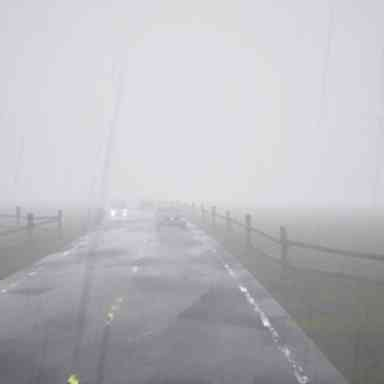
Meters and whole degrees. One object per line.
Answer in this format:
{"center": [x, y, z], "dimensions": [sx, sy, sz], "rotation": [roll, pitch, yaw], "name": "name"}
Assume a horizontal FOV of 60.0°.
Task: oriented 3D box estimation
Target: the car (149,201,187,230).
{"center": [-1.472, 1.559, 21.162], "dimensions": [2.033, 1.411, 5.357], "rotation": [0, 0, -8], "name": "car"}

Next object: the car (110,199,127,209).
{"center": [-9.957, 1.589, 44.939], "dimensions": [1.895, 1.301, 4.718], "rotation": [0, 0, -17], "name": "car"}

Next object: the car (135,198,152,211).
{"center": [-5.773, 1.505, 40.863], "dimensions": [1.837, 1.490, 4.892], "rotation": [0, 0, -16], "name": "car"}
